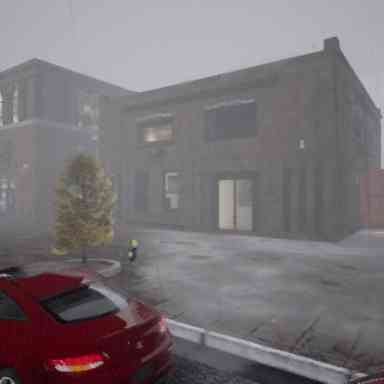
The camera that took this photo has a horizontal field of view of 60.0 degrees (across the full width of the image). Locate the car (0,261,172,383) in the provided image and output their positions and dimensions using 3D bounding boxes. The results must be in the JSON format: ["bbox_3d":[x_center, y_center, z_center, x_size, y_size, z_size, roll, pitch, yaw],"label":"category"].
[{"bbox_3d":[-2.163,1.612,4.406,4.206,1.307,1.802,0,0,36],"label":"car"}]

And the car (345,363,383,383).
[{"bbox_3d":[2.468,1.430,1.127,4.097,1.590,1.967,0,0,36],"label":"car"}]
